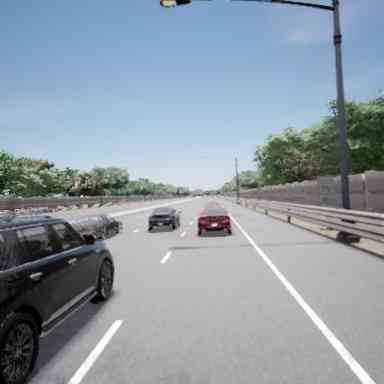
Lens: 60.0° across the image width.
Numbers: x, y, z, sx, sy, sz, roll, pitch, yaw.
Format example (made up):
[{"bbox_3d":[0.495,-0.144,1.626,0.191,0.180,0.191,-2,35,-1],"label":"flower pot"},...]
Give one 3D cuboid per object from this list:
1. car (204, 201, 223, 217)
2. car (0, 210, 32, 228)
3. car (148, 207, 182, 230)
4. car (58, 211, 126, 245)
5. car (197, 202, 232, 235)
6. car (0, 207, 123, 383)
[{"bbox_3d":[2.359,1.805,36.439,1.812,1.442,4.674,-3,-1,4],"label":"car"},{"bbox_3d":[-18.950,2.755,34.429,2.128,1.511,4.902,-3,-1,4],"label":"car"},{"bbox_3d":[-1.906,1.842,23.947,1.837,1.490,4.892,-3,-1,4],"label":"car"},{"bbox_3d":[-5.666,2.016,19.705,2.033,1.411,5.357,-3,-1,4],"label":"car"},{"bbox_3d":[1.356,1.620,20.281,1.882,1.535,5.008,-3,0,4],"label":"car"},{"bbox_3d":[-3.063,1.421,5.615,2.150,2.045,5.566,-3,-1,4],"label":"car"}]
